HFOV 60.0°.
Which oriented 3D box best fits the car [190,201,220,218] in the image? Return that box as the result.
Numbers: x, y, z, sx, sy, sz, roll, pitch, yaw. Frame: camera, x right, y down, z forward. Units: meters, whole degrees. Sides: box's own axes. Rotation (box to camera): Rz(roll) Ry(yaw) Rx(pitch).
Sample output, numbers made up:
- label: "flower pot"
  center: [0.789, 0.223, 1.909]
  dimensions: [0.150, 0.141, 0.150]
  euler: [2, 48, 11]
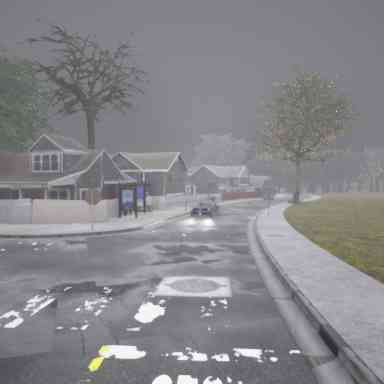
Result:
- label: "car"
  center: [1.198, 1.469, 29.341]
  dimensions: [1.895, 1.301, 4.718]
  euler: [1, 1, 14]
